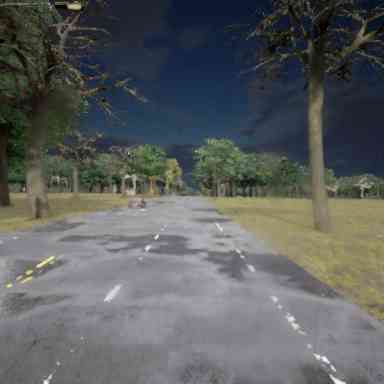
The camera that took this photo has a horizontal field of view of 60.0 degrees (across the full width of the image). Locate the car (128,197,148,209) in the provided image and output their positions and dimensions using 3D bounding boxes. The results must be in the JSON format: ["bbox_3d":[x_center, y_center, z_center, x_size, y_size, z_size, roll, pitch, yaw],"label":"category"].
[{"bbox_3d":[-7.017,1.448,43.176,1.812,1.442,4.674,0,0,0],"label":"car"}]
